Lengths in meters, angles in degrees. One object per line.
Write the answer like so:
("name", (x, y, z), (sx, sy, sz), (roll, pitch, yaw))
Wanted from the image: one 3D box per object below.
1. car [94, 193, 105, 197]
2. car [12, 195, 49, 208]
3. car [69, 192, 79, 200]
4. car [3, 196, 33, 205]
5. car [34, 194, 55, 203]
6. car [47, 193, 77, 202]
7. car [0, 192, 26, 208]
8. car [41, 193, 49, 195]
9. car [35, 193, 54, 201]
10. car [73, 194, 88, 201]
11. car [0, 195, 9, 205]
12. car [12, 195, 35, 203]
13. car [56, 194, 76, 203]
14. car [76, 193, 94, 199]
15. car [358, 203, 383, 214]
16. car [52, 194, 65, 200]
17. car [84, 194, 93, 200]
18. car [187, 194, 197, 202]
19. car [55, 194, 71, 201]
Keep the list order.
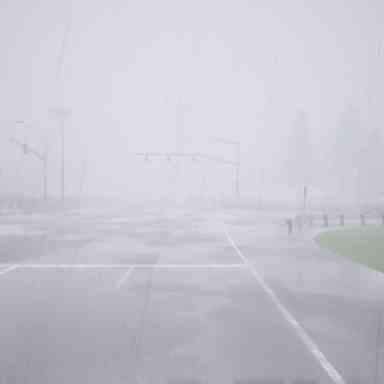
("car", (-21.211, 1.057, 73.005), (2.097, 1.767, 4.553), (0, 0, -3))
("car", (-21.167, 1.431, 43.839), (1.895, 1.301, 4.718), (0, 0, 0))
("car", (-30.044, 1.005, 84.832), (2.097, 1.767, 4.553), (0, 0, -14))
("car", (-28.158, 1.333, 54.012), (2.033, 1.411, 5.357), (0, 0, 0))
("car", (-28.105, 1.248, 63.628), (1.837, 1.490, 4.892), (0, 0, 0))
("car", (-21.171, 1.331, 54.397), (2.033, 1.411, 5.357), (0, 0, 0))
("car", (-24.668, 1.044, 45.433), (2.150, 2.045, 5.566), (0, 0, 0))
("car", (-24.664, 1.269, 55.767), (2.128, 1.511, 4.902), (0, 0, 0))
("car", (-31.678, 1.063, 71.596), (2.097, 1.767, 4.553), (0, 0, 0))
("car", (-24.844, 1.173, 74.528), (1.882, 1.535, 5.008), (0, 0, -3))
("car", (-31.658, 1.280, 53.265), (2.128, 1.511, 4.902), (0, 0, 0))
("car", (-31.603, 1.343, 62.526), (1.895, 1.301, 4.718), (0, 0, 0))
("car", (-24.608, 1.214, 65.094), (1.882, 1.535, 5.008), (0, 0, 0))
("car", (-21.128, 1.219, 63.929), (1.882, 1.535, 5.008), (0, 0, 0))
("car", (17.364, 1.386, 29.346), (4.902, 1.511, 2.128), (0, 0, 8))
("car", (-33.270, 1.180, 83.244), (2.128, 1.511, 4.902), (0, 0, -10))
("car", (-26.660, 1.185, 85.720), (2.033, 1.411, 5.357), (0, 0, -14))
("car", (-0.018, 1.084, 65.914), (2.097, 1.767, 4.553), (0, 0, 0))
("car", (-28.227, 1.202, 72.967), (1.837, 1.490, 4.892), (0, 0, -3))
